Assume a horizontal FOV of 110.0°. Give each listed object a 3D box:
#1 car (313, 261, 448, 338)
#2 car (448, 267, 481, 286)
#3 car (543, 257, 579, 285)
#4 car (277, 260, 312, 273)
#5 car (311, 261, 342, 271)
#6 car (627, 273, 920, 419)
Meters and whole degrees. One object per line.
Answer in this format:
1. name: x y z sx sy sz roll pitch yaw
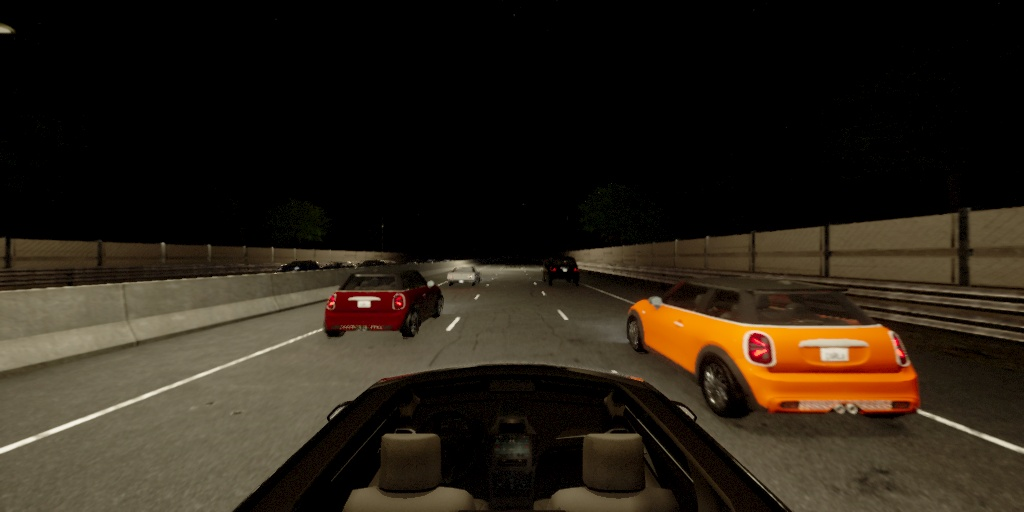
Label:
1. car: -3.414 1.134 10.419 2.097 1.767 4.553 0 0 0
2. car: -3.412 1.439 26.387 1.895 1.301 4.718 0 0 0
3. car: 3.591 1.062 26.918 2.150 2.045 5.566 0 0 0
4. car: -21.095 1.223 35.697 2.097 1.767 4.553 0 0 0
5. car: -17.597 1.364 36.169 2.128 1.511 4.902 0 0 0
6. car: 3.572 1.117 6.090 2.097 1.767 4.553 0 0 0
